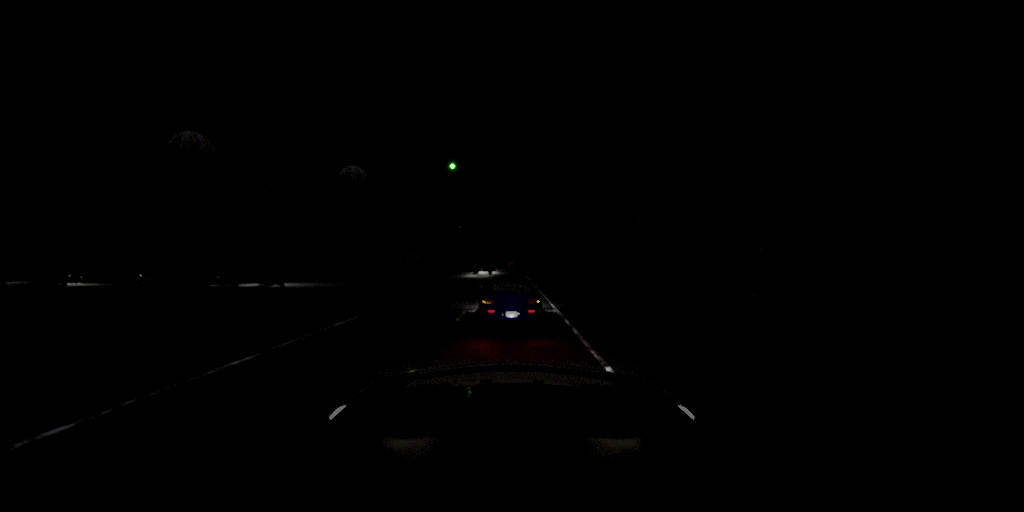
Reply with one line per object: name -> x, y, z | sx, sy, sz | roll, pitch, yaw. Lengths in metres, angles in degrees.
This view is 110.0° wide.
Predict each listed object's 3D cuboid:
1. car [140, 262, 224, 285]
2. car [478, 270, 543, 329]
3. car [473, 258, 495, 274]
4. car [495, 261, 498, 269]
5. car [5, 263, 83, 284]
car -> -23.187, 1.210, 25.312 | 4.902, 1.511, 2.128 | 1, 0, -2
car -> -0.106, 1.343, 11.509 | 1.812, 1.442, 4.674 | 0, 0, -2
car -> -3.722, 1.259, 46.735 | 2.150, 2.045, 5.566 | 0, 0, 0
car -> -3.731, 1.694, 56.506 | 1.895, 1.301, 4.718 | 0, 0, 0
car -> -33.146, 1.188, 25.235 | 4.181, 1.385, 1.994 | 1, 0, -1
